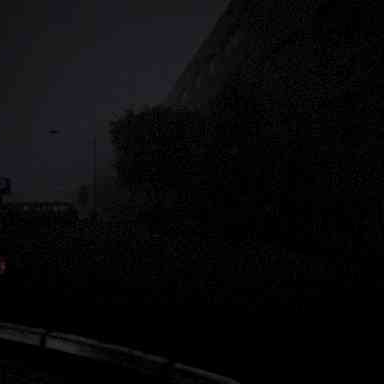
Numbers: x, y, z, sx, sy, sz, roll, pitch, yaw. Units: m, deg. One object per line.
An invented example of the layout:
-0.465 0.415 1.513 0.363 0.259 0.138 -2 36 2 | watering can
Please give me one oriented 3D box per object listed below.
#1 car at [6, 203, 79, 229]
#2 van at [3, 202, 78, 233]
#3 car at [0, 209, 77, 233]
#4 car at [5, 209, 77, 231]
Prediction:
-12.838 2.065 28.991 5.566 2.045 2.435 0 -4 -21 | car
-9.717 1.630 21.250 4.442 1.987 1.878 0 -3 -21 | van
-10.790 2.018 23.806 4.792 1.488 2.163 0 -3 -21 | car
-11.830 2.147 26.437 5.008 1.535 2.097 0 -4 -21 | car
